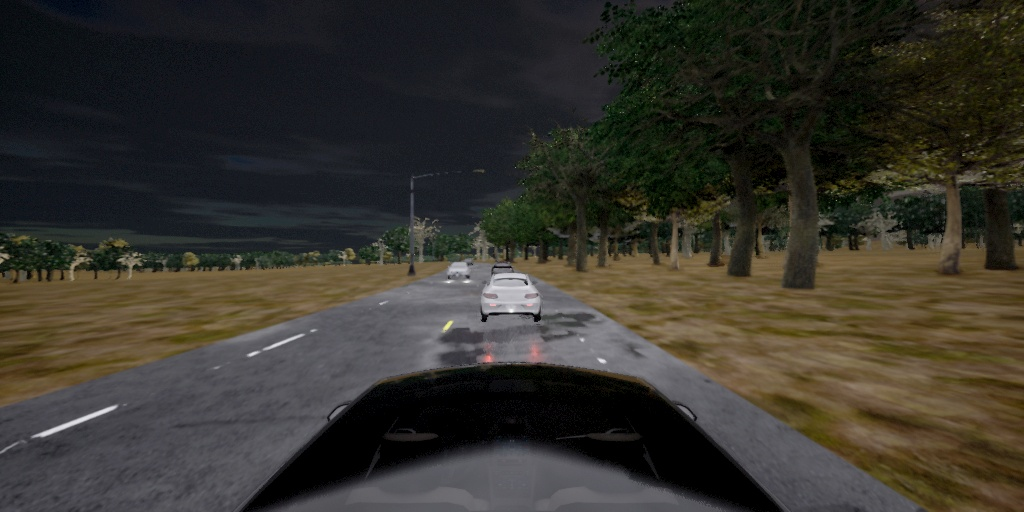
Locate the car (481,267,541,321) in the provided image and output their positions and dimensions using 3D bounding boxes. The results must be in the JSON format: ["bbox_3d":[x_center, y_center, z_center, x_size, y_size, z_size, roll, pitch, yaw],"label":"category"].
[{"bbox_3d":[-0.079,1.279,12.351,1.812,1.442,4.674,0,0,-2],"label":"car"}]

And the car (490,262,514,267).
[{"bbox_3d":[-0.864,1.242,31.091,2.128,1.511,4.902,0,0,-3],"label":"car"}]

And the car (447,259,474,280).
[{"bbox_3d":[-4.590,1.269,31.502,1.812,1.442,4.674,0,0,-4],"label":"car"}]
